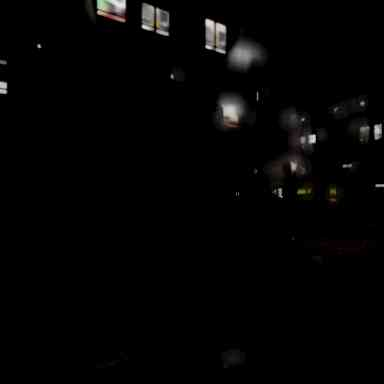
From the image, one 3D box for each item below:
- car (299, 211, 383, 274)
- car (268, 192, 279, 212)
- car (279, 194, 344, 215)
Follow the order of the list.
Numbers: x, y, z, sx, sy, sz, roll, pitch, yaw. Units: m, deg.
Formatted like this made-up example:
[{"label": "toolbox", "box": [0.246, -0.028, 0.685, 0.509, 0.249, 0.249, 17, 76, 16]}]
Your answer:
[{"label": "car", "box": [5.309, 1.469, 10.348, 4.829, 1.417, 1.752, 0, 0, -35]}, {"label": "car", "box": [7.830, 0.995, 35.969, 2.150, 2.045, 5.566, 0, 0, -36]}, {"label": "car", "box": [10.308, 1.127, 28.140, 2.192, 1.841, 5.009, 0, 0, -36]}]
